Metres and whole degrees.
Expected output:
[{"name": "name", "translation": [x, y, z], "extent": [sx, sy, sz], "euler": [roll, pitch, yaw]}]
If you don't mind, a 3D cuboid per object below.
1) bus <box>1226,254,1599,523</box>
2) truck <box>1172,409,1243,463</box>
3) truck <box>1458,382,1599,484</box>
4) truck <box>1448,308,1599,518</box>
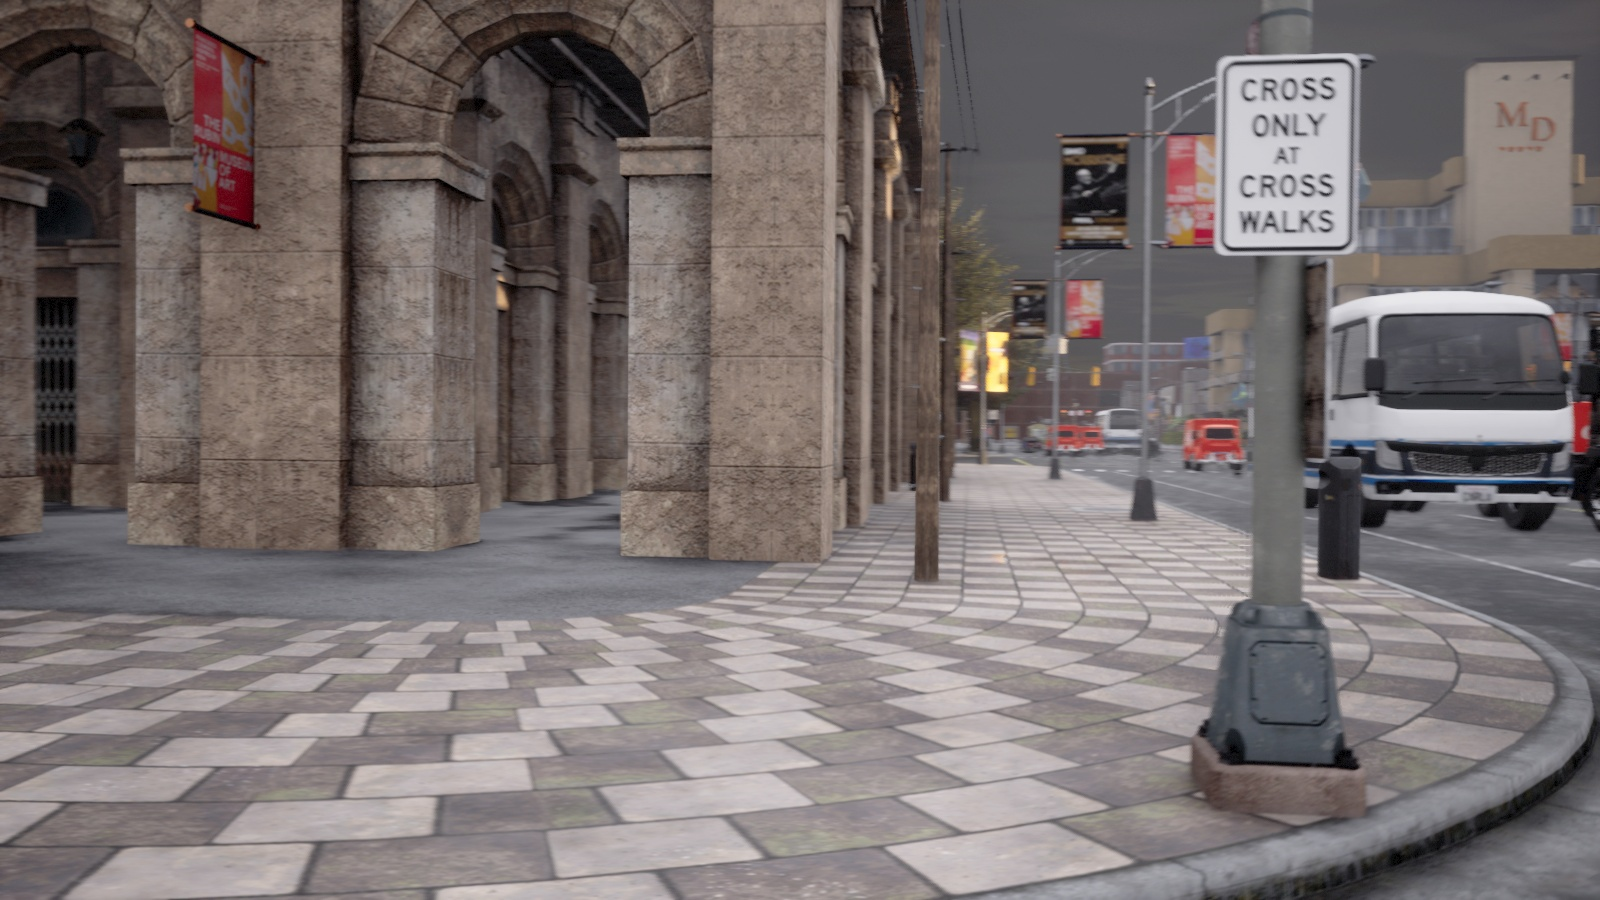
[{"name": "bus", "translation": [11.688, -1.039, 25.239], "extent": [3.944, 4.253, 10.273], "euler": [-1, 1, 7]}, {"name": "truck", "translation": [19.524, -0.693, 60.400], "extent": [2.627, 2.467, 5.204], "euler": [-1, 1, 11]}, {"name": "truck", "translation": [19.744, -0.372, 33.038], "extent": [2.627, 2.467, 5.204], "euler": [-1, -1, 7]}, {"name": "truck", "translation": [14.956, -0.656, 23.098], "extent": [2.891, 3.462, 7.936], "euler": [-1, 1, 8]}]
